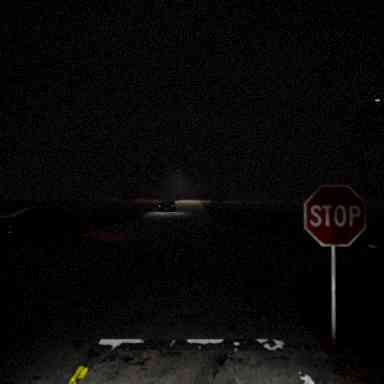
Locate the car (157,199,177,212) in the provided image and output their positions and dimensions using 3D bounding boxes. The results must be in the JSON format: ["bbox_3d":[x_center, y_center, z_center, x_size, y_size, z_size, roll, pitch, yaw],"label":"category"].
[{"bbox_3d":[-2.795,1.506,38.142,1.812,1.442,4.674,0,0,0],"label":"car"}]

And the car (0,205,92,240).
[{"bbox_3d":[-6.710,1.306,14.254,4.674,1.442,1.812,3,1,-31],"label":"car"}]
